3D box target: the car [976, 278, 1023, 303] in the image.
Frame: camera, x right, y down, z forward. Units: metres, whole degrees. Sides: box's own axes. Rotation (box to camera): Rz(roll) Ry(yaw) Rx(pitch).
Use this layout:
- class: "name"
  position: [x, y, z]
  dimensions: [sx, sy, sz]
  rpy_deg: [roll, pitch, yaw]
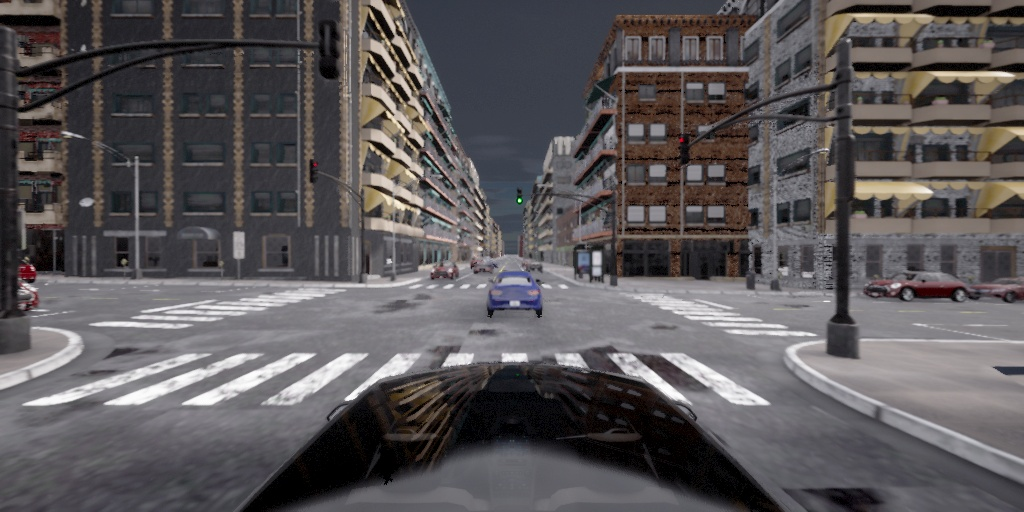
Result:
- class: "car"
  position: [27.058, 1.806, 19.246]
  dimensions: [4.207, 1.307, 1.802]
  rpy_deg: [0, 0, -1]

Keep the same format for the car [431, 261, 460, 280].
- class: "car"
  position: [-5.682, 1.174, 30.748]
  dimensions: [1.967, 1.591, 4.097]
  rpy_deg: [0, 0, 0]

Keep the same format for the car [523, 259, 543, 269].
- class: "car"
  position: [2.701, 1.280, 42.018]
  dimensions: [2.007, 1.370, 4.403]
  rpy_deg: [0, 0, 0]

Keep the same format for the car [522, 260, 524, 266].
- class: "car"
  position: [2.702, 1.272, 47.656]
  dimensions: [1.888, 1.381, 4.507]
  rpy_deg: [0, 0, 0]

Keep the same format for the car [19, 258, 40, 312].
- class: "car"
  position: [-16.622, 0.940, 10.376]
  dimensions: [4.097, 1.591, 1.967]
  rpy_deg: [0, 0, -1]

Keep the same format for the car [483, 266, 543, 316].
- class: "car"
  position: [0.089, 1.269, 13.131]
  dimensions: [1.812, 1.442, 4.674]
  rpy_deg: [0, 0, 0]

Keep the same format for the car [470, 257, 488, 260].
- class: "car"
  position: [-5.676, 1.036, 58.941]
  dimensions: [2.192, 1.841, 5.009]
  rpy_deg: [0, 0, 0]

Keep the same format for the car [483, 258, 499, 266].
- class: "car"
  position: [-3.042, 1.324, 56.038]
  dimensions: [1.895, 1.301, 4.718]
  rpy_deg: [0, 0, 0]

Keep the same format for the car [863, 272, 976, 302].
- class: "car"
  position: [21.385, 1.563, 19.179]
  dimensions: [4.097, 1.591, 1.967]
  rpy_deg: [0, 0, -1]

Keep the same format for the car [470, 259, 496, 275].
- class: "car"
  position: [-3.085, 1.294, 39.222]
  dimensions: [1.994, 1.385, 4.181]
  rpy_deg: [0, 0, 0]
